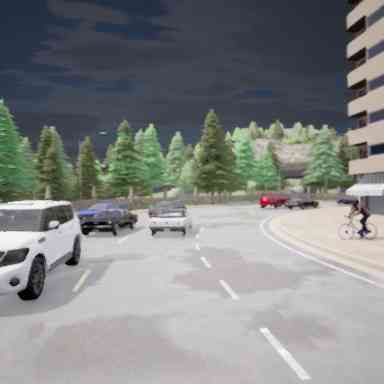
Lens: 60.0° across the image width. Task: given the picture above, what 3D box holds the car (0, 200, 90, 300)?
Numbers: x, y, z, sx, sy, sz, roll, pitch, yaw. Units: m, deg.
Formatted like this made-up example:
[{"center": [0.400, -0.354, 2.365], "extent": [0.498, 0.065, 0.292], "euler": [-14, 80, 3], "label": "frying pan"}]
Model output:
[{"center": [-4.491, 1.281, 8.755], "extent": [2.150, 2.045, 5.566], "euler": [-1, 0, -5], "label": "car"}]

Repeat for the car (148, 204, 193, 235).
[{"center": [-1.050, 1.591, 18.786], "extent": [1.895, 1.301, 4.718], "euler": [-1, 0, 5], "label": "car"}]

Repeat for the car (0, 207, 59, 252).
[{"center": [-8.187, 1.587, 15.486], "extent": [1.882, 1.535, 5.008], "euler": [-1, 0, 1], "label": "car"}]

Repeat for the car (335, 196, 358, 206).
[{"center": [21.971, 1.185, 45.278], "extent": [4.718, 1.301, 1.895], "euler": [-1, 0, -23], "label": "car"}]

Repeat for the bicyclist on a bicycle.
[{"center": [6.830, 1.171, 13.696], "extent": [1.656, 1.620, 0.582], "euler": [-1, 0, -2], "label": "bicyclist on a bicycle"}]

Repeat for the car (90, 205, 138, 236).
[{"center": [-4.612, 1.648, 19.094], "extent": [1.895, 1.301, 4.718], "euler": [-1, 0, 7], "label": "car"}]

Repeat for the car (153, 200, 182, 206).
[{"center": [-2.127, 1.499, 29.170], "extent": [1.837, 1.490, 4.892], "euler": [-1, 0, 22], "label": "car"}]

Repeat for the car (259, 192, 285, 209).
[{"center": [10.627, 0.995, 41.596], "extent": [5.566, 2.045, 2.150], "euler": [-1, 0, -44], "label": "car"}]

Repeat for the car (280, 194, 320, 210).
[{"center": [12.978, 1.284, 39.135], "extent": [5.357, 1.411, 2.033], "euler": [-1, 0, -43], "label": "car"}]

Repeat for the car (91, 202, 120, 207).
[{"center": [-6.824, 1.552, 25.745], "extent": [1.882, 1.535, 5.008], "euler": [-1, 0, 16], "label": "car"}]
